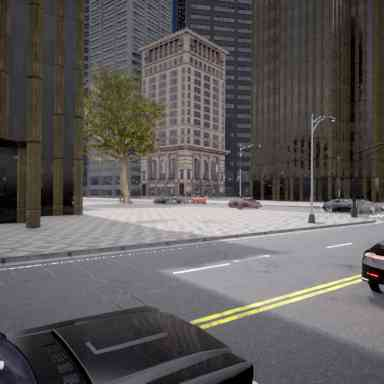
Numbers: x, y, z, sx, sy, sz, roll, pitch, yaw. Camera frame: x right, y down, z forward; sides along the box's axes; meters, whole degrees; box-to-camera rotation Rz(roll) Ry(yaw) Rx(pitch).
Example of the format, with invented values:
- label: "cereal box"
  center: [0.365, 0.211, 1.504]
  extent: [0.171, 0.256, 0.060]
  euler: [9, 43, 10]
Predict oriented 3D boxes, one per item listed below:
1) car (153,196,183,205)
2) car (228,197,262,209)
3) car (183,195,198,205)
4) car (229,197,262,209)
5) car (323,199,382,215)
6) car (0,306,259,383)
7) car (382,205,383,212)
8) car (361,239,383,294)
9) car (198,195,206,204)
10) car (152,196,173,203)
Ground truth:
- label: "car"
  center: [-4.379, 1.440, 55.656]
  extent: [2.128, 1.511, 4.902]
  euler: [1, -1, -42]
- label: "car"
  center: [7.473, 1.509, 47.002]
  extent: [1.812, 1.442, 4.674]
  euler: [1, -1, -40]
- label: "car"
  center: [-1.919, 1.470, 57.784]
  extent: [2.128, 1.511, 4.902]
  euler: [1, 0, -42]
- label: "car"
  center: [6.762, 1.479, 42.799]
  extent: [1.812, 1.442, 4.674]
  euler: [1, 0, -41]
- label: "car"
  center: [14.974, 1.440, 31.933]
  extent: [2.128, 1.511, 4.902]
  euler: [1, 0, -33]
- label: "car"
  center: [-1.733, 1.601, 2.205]
  extent: [4.718, 1.301, 1.895]
  euler: [0, 0, -36]
- label: "car"
  center: [17.442, 1.476, 34.589]
  extent: [2.128, 1.511, 4.902]
  euler: [1, 0, -38]
- label: "car"
  center: [5.787, 1.492, 7.567]
  extent: [4.902, 1.511, 2.128]
  euler: [0, 0, -35]
- label: "car"
  center: [0.548, 1.398, 64.926]
  extent: [2.097, 1.767, 4.553]
  euler: [1, -1, -43]
- label: "car"
  center: [-6.412, 1.568, 72.112]
  extent: [1.812, 1.442, 4.674]
  euler: [1, -1, -45]
